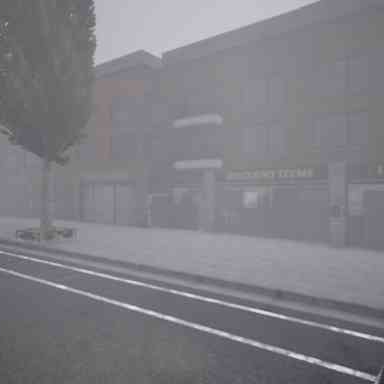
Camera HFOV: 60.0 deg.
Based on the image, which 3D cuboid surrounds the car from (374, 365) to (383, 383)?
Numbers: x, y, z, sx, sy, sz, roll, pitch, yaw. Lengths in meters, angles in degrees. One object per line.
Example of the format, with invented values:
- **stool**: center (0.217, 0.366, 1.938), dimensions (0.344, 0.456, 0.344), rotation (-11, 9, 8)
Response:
- **car**: center (3.417, 1.509, 1.251), dimensions (4.902, 1.511, 2.128), rotation (1, 0, 35)
